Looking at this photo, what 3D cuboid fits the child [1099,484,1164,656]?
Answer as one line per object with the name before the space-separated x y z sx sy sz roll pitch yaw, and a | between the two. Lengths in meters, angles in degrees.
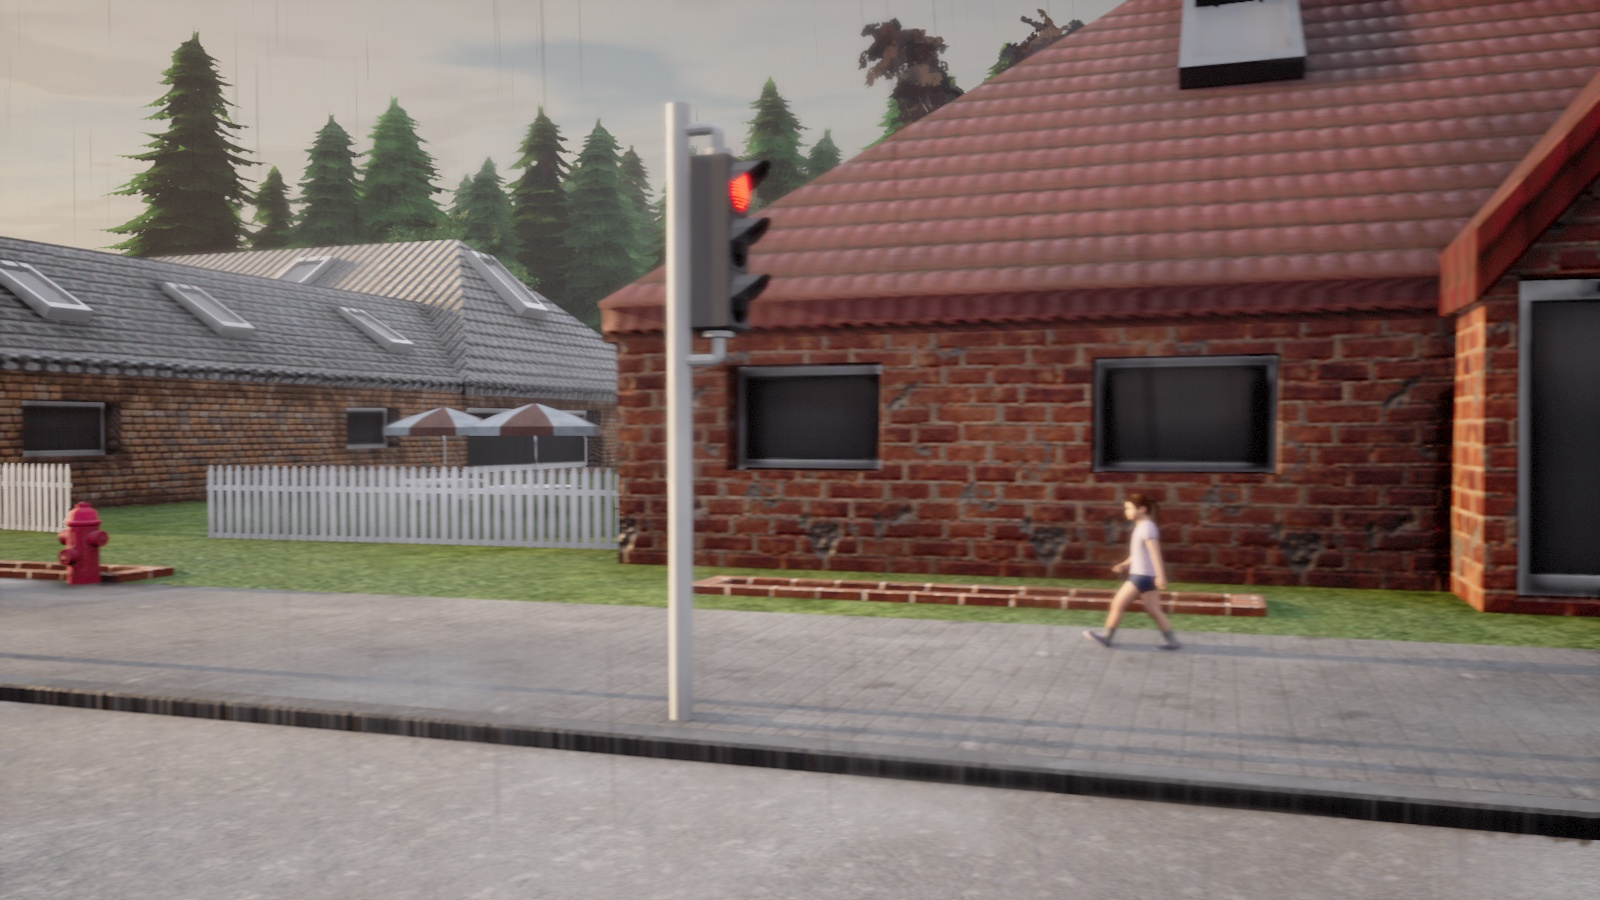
child | 2.216 0.791 8.380 0.394 1.110 0.255 1 1 19
